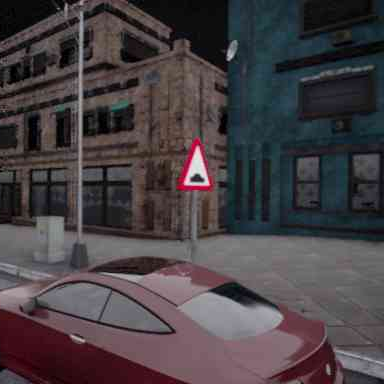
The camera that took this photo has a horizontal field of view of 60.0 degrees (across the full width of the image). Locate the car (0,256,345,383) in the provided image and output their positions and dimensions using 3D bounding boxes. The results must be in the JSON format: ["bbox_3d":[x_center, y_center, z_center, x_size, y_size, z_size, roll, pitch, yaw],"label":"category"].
[{"bbox_3d":[-0.768,1.526,3.925,4.674,1.442,1.812,0,0,36],"label":"car"}]
